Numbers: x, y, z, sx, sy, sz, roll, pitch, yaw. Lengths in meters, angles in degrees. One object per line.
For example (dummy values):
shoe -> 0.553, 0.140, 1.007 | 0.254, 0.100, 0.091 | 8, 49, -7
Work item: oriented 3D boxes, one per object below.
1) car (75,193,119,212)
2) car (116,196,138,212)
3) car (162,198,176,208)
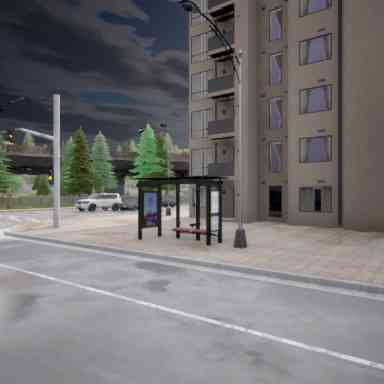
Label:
car -> -10.685, 1.166, 38.467 | 2.150, 2.045, 5.566 | 0, 0, 37
car -> -6.205, 1.508, 38.315 | 1.994, 1.385, 4.181 | 0, 0, 38
car -> -4.179, 1.492, 46.430 | 2.033, 1.411, 5.357 | 0, 0, 44
